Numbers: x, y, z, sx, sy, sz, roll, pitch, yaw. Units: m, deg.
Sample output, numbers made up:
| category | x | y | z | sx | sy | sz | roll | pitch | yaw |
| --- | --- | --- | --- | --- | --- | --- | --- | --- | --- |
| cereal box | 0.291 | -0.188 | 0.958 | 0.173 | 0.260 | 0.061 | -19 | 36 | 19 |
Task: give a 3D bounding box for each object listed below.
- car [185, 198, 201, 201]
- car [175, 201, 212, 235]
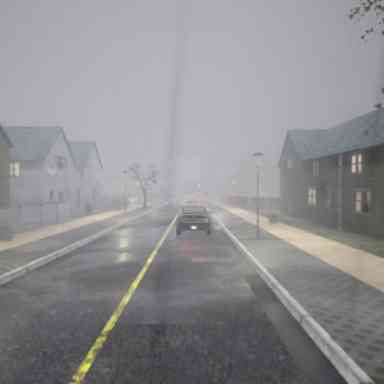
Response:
| category | x | y | z | sx | sy | sz | roll | pitch | yaw |
| --- | --- | --- | --- | --- | --- | --- | --- | --- | --- |
| car | 0.080 | 1.462 | 42.501 | 1.882 | 1.535 | 5.008 | 0 | 0 | 0 |
| car | 0.091 | 1.498 | 18.805 | 1.837 | 1.490 | 4.892 | 0 | 0 | 0 |
